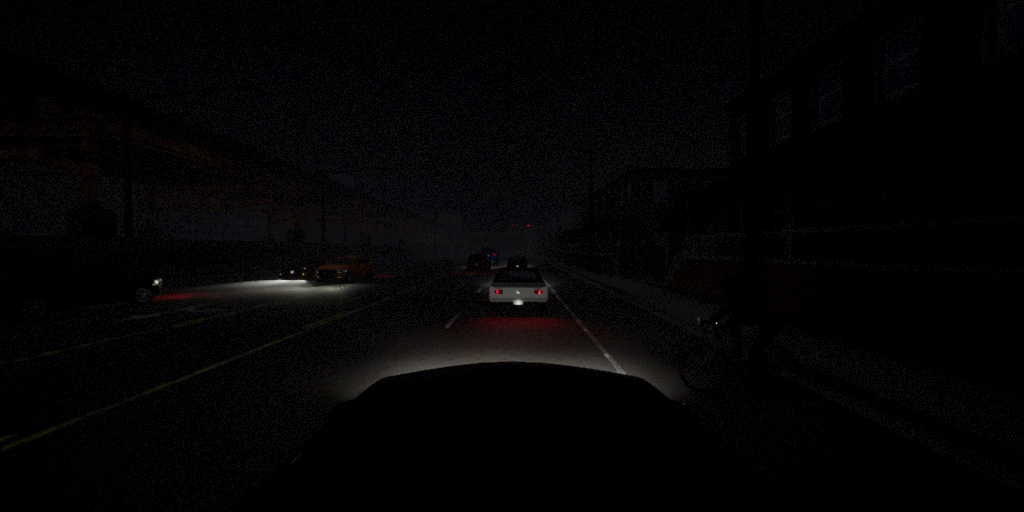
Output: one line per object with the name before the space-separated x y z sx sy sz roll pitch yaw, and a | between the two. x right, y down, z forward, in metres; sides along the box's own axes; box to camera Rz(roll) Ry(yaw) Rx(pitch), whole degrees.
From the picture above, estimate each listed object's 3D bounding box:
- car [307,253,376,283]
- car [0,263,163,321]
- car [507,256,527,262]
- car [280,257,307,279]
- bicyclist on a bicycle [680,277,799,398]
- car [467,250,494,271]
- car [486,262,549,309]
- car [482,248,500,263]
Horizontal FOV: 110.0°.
car | -10.250 0.747 22.392 1.882 1.535 5.008 0 1 1
car | -13.984 1.011 11.321 1.837 1.490 4.892 0 2 1
car | 0.521 0.609 35.020 1.895 1.301 4.718 0 1 1
car | -13.793 0.778 24.512 1.994 1.385 4.181 0 1 1
bicyclist on a bicycle | 3.166 1.112 4.974 1.656 1.620 0.582 0 1 1
car | -3.029 0.515 33.394 1.882 1.535 5.008 0 1 1
car | 0.232 1.093 13.270 1.895 1.301 4.718 0 1 1
car | -2.867 -0.039 46.706 2.150 2.045 5.566 0 1 1
